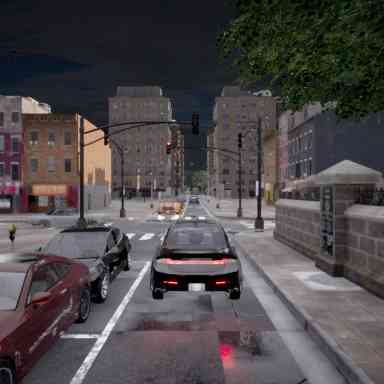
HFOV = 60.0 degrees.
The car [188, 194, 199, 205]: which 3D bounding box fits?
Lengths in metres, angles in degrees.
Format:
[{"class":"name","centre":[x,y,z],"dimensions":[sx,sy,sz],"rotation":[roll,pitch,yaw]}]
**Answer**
[{"class":"car","centre":[0.343,1.509,60.418],"dimensions":[1.812,1.442,4.674],"rotation":[0,0,0]}]

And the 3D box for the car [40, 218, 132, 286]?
[{"class":"car","centre":[-2.629,1.565,8.207],"dimensions":[1.947,1.339,4.313],"rotation":[0,0,0]}]

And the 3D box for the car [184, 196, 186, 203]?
[{"class":"car","centre":[-2.253,1.553,44.733],"dimensions":[1.994,1.385,4.181],"rotation":[0,0,0]}]

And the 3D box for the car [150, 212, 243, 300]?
[{"class":"car","centre":[0.093,1.491,8.386],"dimensions":[2.128,1.511,4.902],"rotation":[0,0,0]}]

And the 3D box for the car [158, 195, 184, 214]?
[{"class":"car","centre":[-2.286,1.343,34.782],"dimensions":[2.097,1.767,4.553],"rotation":[0,0,1]}]

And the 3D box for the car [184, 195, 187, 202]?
[{"class":"car","centre":[-2.243,1.477,55.126],"dimensions":[2.128,1.511,4.902],"rotation":[0,0,0]}]

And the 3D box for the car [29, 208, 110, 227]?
[{"class":"car","centre":[-7.612,1.666,21.132],"dimensions":[4.718,1.301,1.895],"rotation":[-1,0,0]}]

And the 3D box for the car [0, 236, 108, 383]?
[{"class":"car","centre":[-2.632,1.582,4.545],"dimensions":[1.802,1.307,4.206],"rotation":[0,0,0]}]

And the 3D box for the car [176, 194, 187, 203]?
[{"class":"car","centre":[-2.168,1.332,68.598],"dimensions":[2.097,1.767,4.553],"rotation":[0,0,0]}]
